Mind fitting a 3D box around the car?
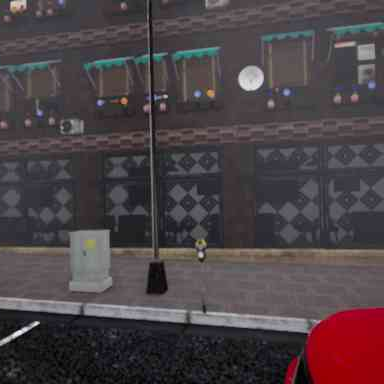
[{"bbox_3d":[3.262,1.221,1.458,5.566,2.045,2.150,0,0,11],"label":"car"}]
